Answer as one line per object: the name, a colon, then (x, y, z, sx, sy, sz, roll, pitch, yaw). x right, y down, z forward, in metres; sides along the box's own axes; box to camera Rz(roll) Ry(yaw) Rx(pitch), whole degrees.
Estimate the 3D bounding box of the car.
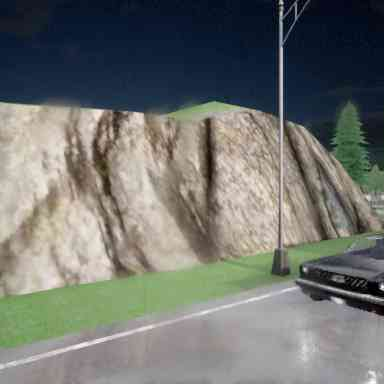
car: (4.358, 1.601, 7.129, 4.718, 1.301, 1.895, 0, 0, -36)
